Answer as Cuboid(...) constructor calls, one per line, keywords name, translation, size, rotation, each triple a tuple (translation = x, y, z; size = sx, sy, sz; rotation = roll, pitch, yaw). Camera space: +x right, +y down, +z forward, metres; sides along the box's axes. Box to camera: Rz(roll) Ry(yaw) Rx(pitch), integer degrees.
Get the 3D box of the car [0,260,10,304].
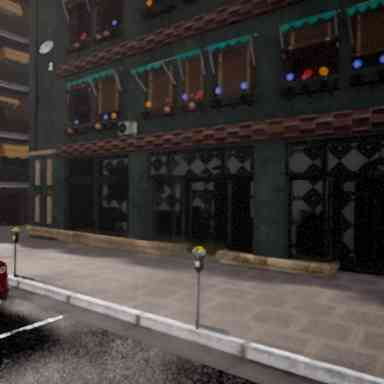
Cuboid(name="car", translation=(-5.490, 1.602, 6.775), size=(4.507, 1.381, 1.887), rotation=(0, 1, 36))
